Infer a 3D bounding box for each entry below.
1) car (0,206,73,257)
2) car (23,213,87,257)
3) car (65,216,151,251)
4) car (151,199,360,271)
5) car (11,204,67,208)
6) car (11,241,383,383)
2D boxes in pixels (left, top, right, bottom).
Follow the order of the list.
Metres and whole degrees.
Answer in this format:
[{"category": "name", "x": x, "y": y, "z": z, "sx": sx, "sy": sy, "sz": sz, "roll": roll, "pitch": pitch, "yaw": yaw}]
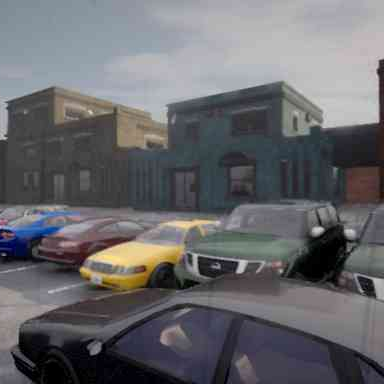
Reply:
[{"category": "car", "x": -4.793, "y": 1.464, "z": 12.360, "sx": 2.097, "sy": 1.535, "sz": 5.008, "roll": 0, "pitch": 0, "yaw": 35}, {"category": "car", "x": -2.548, "y": 1.500, "z": 10.764, "sx": 2.002, "sy": 1.452, "sz": 4.674, "roll": 0, "pitch": 0, "yaw": 35}, {"category": "car", "x": -0.408, "y": 1.456, "z": 9.015, "sx": 1.946, "sy": 1.575, "sz": 5.366, "roll": 0, "pitch": 0, "yaw": 35}, {"category": "car", "x": 1.925, "y": 1.216, "z": 7.545, "sx": 2.435, "sy": 2.045, "sz": 5.566, "roll": 0, "pitch": 0, "yaw": 35}, {"category": "car", "x": -7.018, "y": 1.346, "z": 13.991, "sx": 2.185, "sy": 1.767, "sz": 4.553, "roll": 0, "pitch": 0, "yaw": 35}, {"category": "car", "x": 0.545, "y": 1.540, "z": 2.989, "sx": 5.357, "sy": 1.411, "sz": 2.033, "roll": 0, "pitch": 0, "yaw": 35}]
